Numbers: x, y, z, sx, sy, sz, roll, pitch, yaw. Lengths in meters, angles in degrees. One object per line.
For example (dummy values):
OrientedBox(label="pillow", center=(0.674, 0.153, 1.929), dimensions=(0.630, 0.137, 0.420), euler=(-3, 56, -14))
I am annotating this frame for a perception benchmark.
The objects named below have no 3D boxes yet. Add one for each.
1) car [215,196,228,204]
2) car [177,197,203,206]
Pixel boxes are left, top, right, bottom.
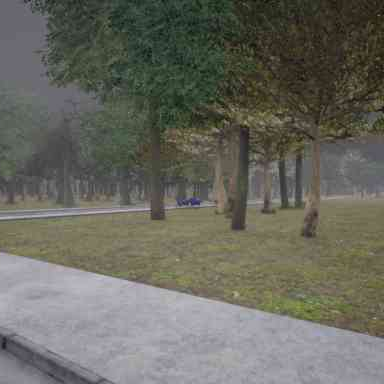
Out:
OrientedBox(label="car", center=(5.834, 1.495, 60.140), dimensions=(1.812, 1.442, 4.674), euler=(0, 0, 36))
OrientedBox(label="car", center=(-0.250, 1.449, 51.746), dimensions=(1.882, 1.535, 5.008), euler=(0, 0, 36))
